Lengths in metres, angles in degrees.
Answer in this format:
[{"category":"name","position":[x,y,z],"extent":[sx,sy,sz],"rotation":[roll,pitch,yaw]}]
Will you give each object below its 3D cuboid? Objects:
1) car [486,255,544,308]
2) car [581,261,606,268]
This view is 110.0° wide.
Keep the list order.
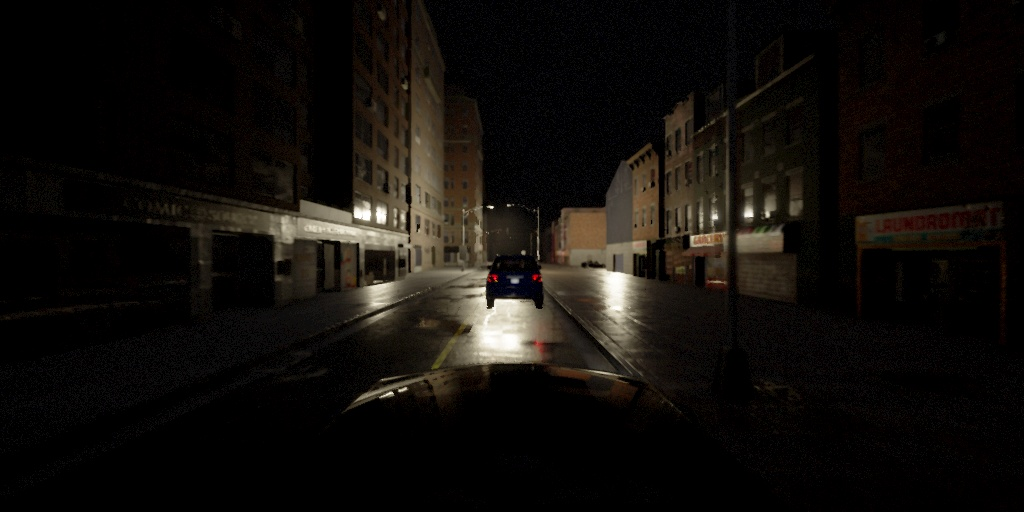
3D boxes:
[{"category":"car","position":[0.103,0.962,15.205],"extent":[2.150,2.045,5.566],"rotation":[0,0,0]},{"category":"car","position":[13.212,1.404,57.728],"extent":[4.313,1.339,1.948],"rotation":[0,0,0]}]
